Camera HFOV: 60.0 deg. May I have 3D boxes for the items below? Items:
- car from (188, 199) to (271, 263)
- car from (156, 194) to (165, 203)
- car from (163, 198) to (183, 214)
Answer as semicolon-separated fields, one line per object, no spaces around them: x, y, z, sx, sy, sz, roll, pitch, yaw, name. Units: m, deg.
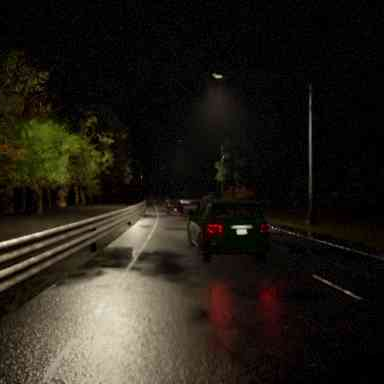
1.150;1.285;12.542;2.150;2.045;5.566;0;0;-7;car
-7.241;1.789;79.453;1.837;1.490;4.892;0;0;-7;car
-2.080;1.663;38.310;1.837;1.490;4.892;0;0;-7;car
